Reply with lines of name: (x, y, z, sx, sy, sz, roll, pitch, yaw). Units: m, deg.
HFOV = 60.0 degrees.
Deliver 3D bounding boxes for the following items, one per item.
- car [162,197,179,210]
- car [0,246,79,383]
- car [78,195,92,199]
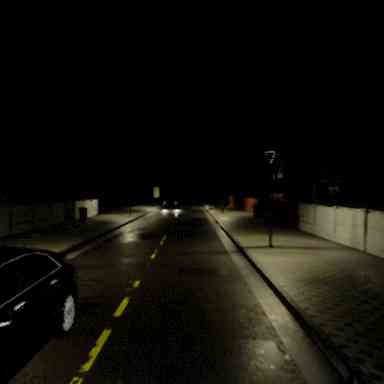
car: (-2.837, 1.442, 45.475, 2.097, 1.767, 4.553, 0, 0, 0)
car: (-2.851, 1.516, 3.879, 1.837, 1.490, 4.892, 0, 0, 0)
car: (-21.288, 1.371, 63.504, 4.892, 1.490, 1.837, 3, -1, -20)
